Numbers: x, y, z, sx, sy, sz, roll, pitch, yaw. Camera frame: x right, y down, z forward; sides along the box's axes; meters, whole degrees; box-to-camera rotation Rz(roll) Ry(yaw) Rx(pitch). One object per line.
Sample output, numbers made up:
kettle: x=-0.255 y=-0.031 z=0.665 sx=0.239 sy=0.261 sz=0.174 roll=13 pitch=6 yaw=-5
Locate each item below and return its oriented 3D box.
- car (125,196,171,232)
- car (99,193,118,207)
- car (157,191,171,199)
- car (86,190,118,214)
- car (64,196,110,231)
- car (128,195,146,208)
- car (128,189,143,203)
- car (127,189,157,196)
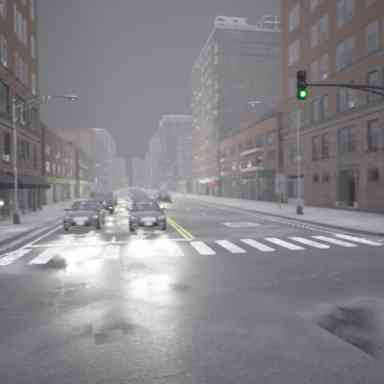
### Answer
car: x=-2.551 y=1.202 z=18.166 sx=2.128 sy=1.511 sz=4.902 roll=-1 pitch=1 yaw=-11
car: x=-10.017 y=0.944 z=40.269 sx=1.837 sy=1.490 sz=4.892 roll=-1 pitch=1 yaw=-10
car: x=-4.064 y=0.628 z=44.541 sx=2.097 sy=1.767 sz=4.553 roll=-1 pitch=1 yaw=-11
car: x=-7.954 y=0.820 z=29.240 sx=2.150 sy=2.045 sz=5.566 roll=-1 pitch=1 yaw=-10
car: x=-6.024 y=1.240 z=18.924 sx=2.128 sy=1.511 sz=4.902 roll=-1 pitch=1 yaw=-11
car: x=-6.209 y=1.030 z=37.548 sx=1.895 sy=1.301 sz=4.718 roll=-1 pitch=1 yaw=-10
car: x=-9.119 y=0.515 z=53.232 sx=2.150 sy=2.045 sz=5.566 roll=-1 pitch=1 yaw=-11
car: x=-4.267 y=0.932 z=27.176 sx=2.097 sy=1.767 sz=4.553 roll=-1 pitch=1 yaw=-11
